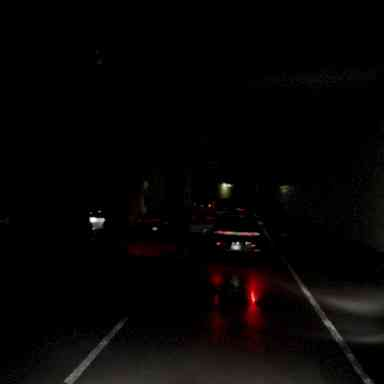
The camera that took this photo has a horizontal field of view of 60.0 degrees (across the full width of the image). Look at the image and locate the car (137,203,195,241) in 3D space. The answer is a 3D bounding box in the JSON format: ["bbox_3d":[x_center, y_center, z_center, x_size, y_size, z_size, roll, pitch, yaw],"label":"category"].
[{"bbox_3d":[-1.255,1.442,16.810,1.882,1.535,5.008,2,0,8],"label":"car"}]

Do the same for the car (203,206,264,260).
[{"bbox_3d":[1.737,1.545,12.941,2.128,1.511,4.902,2,0,8],"label":"car"}]

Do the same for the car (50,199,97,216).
[{"bbox_3d":[-10.263,1.298,29.201,1.895,1.301,4.718,2,0,9],"label":"car"}]

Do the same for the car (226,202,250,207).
[{"bbox_3d":[4.140,1.634,30.144,1.837,1.490,4.892,2,0,8],"label":"car"}]

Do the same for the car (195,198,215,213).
[{"bbox_3d":[1.308,1.397,35.123,2.097,1.767,4.553,2,0,8],"label":"car"}]

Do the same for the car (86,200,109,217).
[{"bbox_3d":[-6.922,1.362,27.892,1.994,1.385,4.181,2,0,9],"label":"car"}]
